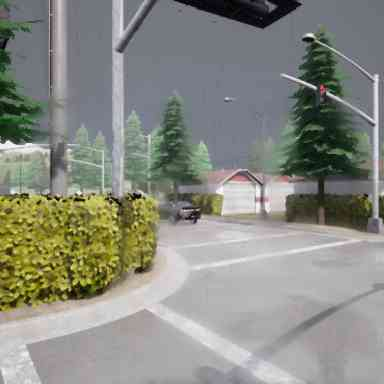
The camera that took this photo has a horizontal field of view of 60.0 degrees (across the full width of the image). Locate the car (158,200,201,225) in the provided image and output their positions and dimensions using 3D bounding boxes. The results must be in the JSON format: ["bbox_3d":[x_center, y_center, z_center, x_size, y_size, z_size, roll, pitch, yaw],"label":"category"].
[{"bbox_3d":[-1.361,1.314,22.494,2.128,1.511,4.902,0,1,-36],"label":"car"}]
